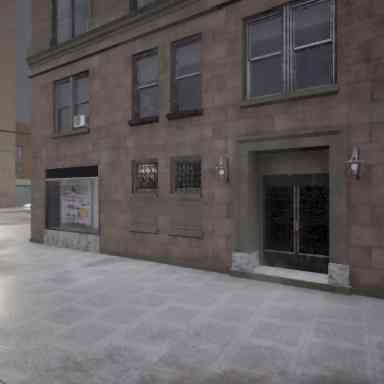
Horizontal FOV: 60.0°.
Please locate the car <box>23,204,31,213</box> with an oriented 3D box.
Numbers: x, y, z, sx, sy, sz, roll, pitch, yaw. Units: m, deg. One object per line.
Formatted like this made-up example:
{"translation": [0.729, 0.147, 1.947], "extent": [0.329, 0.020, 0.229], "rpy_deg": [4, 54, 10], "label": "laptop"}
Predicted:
{"translation": [-15.696, 1.447, 35.849], "extent": [1.812, 1.442, 4.674], "rpy_deg": [0, 0, 35], "label": "car"}
